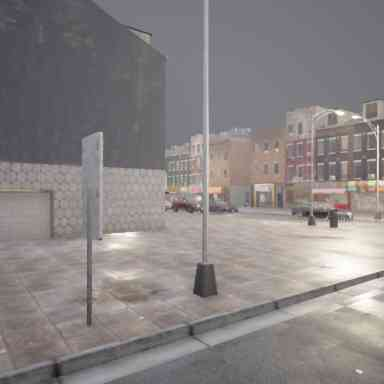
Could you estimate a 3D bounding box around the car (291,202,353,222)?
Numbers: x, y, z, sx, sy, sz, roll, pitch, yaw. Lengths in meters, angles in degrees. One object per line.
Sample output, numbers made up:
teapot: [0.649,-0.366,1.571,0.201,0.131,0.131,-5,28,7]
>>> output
car: [10.275,1.544,26.608,2.128,1.511,4.902,0,0,-36]

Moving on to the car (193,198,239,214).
car: [2.805,1.645,37.105,2.033,1.411,5.357,0,0,-35]

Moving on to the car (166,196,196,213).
car: [-0.400,1.411,37.223,2.192,1.841,5.009,0,0,-35]

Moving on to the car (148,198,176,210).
car: [-4.298,1.670,47.140,1.812,1.442,4.674,0,0,-35]
